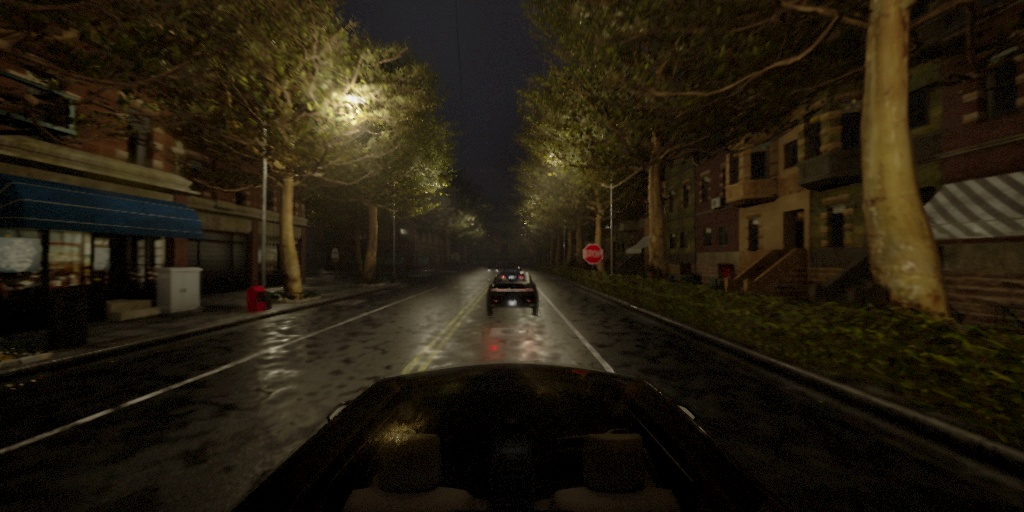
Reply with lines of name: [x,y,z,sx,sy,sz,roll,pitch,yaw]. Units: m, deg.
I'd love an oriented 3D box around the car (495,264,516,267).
car: [0.021,1.514,27.057,2.033,1.411,5.357,0,0,0]

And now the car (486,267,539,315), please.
car: [0.039,1.347,14.074,2.128,1.511,4.902,0,0,1]
